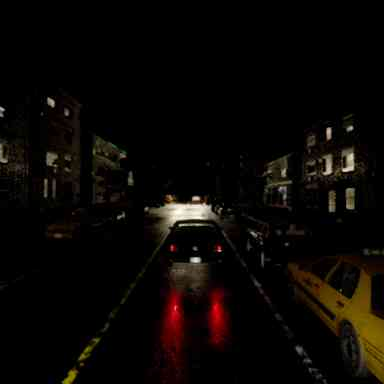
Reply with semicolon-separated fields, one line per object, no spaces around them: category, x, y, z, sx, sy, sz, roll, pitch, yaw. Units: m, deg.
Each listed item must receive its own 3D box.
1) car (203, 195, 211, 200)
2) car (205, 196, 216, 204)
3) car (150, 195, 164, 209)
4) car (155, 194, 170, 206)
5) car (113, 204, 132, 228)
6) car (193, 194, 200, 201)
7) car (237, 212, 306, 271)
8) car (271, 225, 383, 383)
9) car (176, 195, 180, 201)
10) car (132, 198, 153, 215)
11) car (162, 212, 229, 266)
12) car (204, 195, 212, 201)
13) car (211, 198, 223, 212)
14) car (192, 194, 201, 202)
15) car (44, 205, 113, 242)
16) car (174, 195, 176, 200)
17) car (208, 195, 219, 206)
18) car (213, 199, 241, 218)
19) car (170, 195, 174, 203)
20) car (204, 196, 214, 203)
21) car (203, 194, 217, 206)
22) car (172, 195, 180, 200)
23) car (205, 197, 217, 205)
car;4.001;1.534;90.661;2.008;1.369;4.403;1;0;1
car;3.568;1.551;65.980;1.947;1.339;4.313;1;0;1
car;-5.111;1.471;43.794;1.752;1.417;4.829;1;0;1
car;-5.031;1.259;49.497;2.192;1.841;5.009;1;0;1
car;-5.407;1.539;21.834;1.802;1.307;4.206;1;0;1
car;1.110;1.377;83.723;1.837;1.490;4.892;0;0;1
car;2.823;1.560;10.655;2.008;1.369;4.403;1;0;1
car;2.752;1.538;5.292;1.752;1.417;4.829;1;0;1
car;-4.637;1.461;84.168;1.752;1.417;4.829;1;0;1
car;-5.258;1.533;32.900;1.802;1.307;4.206;1;0;1
car;0.136;1.594;11.443;1.895;1.301;4.718;0;0;1
car;3.851;1.508;82.441;1.752;1.417;4.829;1;0;1
car;3.121;1.579;32.785;1.802;1.307;4.206;1;0;1
car;0.976;1.486;73.721;1.812;1.442;4.674;0;0;1
car;-5.482;1.485;16.131;1.752;1.417;4.829;1;0;1
car;-4.809;1.379;66.095;1.967;1.590;4.097;1;0;1
car;3.198;1.435;38.318;1.967;1.590;4.097;1;0;1
car;3.047;1.551;27.252;2.008;1.369;4.403;1;0;1
car;-4.886;1.523;60.562;1.802;1.307;4.206;1;0;1
car;3.646;1.529;71.206;1.887;1.381;4.507;1;0;1
car;3.423;1.303;54.915;2.192;1.841;5.009;1;0;1
car;-4.540;1.487;95.403;2.008;1.369;4.403;1;0;1
car;3.494;1.553;60.448;1.947;1.339;4.313;1;0;1
